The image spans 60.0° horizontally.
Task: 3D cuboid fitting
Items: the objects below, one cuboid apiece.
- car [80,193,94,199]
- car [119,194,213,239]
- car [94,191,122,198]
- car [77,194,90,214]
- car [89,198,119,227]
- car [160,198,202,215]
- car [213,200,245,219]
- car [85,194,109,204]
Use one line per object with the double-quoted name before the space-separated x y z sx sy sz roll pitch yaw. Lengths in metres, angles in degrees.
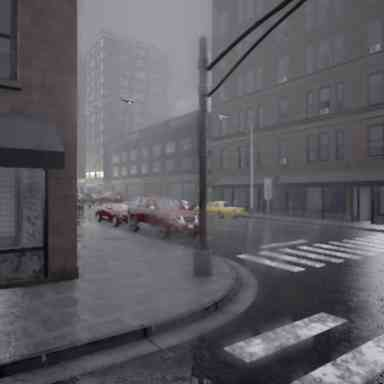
"car" -14.605 0.964 44.930 1.837 1.490 4.892 0 1 -35
"car" -1.514 1.188 16.852 2.192 1.841 5.009 1 0 -36
"car" -10.708 0.814 44.036 2.192 1.841 5.009 1 0 -36
"car" -11.176 1.183 30.161 1.887 1.381 4.507 1 0 -36
"car" -4.739 1.337 21.289 1.887 1.381 4.507 1 0 -36
"car" -1.054 1.302 30.725 1.802 1.307 4.206 1 0 -36
"car" 2.066 1.321 26.426 1.752 1.417 4.829 1 0 -36
"car" -13.931 0.980 48.474 2.008 1.369 4.403 1 0 -36
